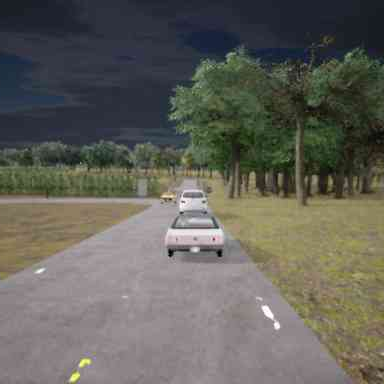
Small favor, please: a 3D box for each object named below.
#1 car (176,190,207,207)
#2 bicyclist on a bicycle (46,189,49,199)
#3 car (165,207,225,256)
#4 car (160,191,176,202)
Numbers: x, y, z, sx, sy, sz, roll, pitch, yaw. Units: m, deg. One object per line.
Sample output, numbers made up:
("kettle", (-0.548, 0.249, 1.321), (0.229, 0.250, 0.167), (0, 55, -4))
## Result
("car", (0.097, 0.864, 27.407), (2.150, 2.045, 5.566), (0, 1, 0))
("bicyclist on a bicycle", (-23.454, 0.303, 53.990), (0.582, 1.620, 1.656), (0, 2, -11))
("car", (0.098, 1.460, 12.472), (1.895, 1.301, 4.718), (0, 1, 0))
("car", (-2.754, 0.620, 40.384), (1.882, 1.535, 5.008), (0, 1, 0))
